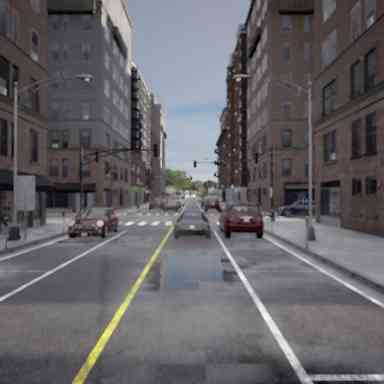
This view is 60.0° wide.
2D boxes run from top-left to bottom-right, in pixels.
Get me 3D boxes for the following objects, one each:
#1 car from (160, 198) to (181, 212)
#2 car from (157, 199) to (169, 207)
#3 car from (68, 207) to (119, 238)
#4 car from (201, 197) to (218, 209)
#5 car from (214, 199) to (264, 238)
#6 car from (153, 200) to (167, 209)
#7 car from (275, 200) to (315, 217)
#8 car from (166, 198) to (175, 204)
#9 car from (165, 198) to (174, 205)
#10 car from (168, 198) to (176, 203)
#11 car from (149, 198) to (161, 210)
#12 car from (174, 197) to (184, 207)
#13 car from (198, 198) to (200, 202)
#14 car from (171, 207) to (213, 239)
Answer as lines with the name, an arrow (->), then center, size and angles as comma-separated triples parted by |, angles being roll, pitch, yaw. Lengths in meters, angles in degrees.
car -> -2.812, 1.880, 44.642 | 1.882, 1.535, 5.008 | 0, -1, 0
car -> -5.367, 2.108, 62.126 | 2.008, 1.369, 4.403 | 0, -1, 0
car -> -5.373, 1.609, 18.562 | 1.967, 1.590, 4.097 | 0, -1, 0
car -> 2.735, 1.725, 45.612 | 2.192, 1.841, 5.009 | 0, -1, 0
car -> 2.652, 1.483, 18.557 | 2.192, 1.841, 5.009 | 0, -1, 0
car -> -5.373, 2.075, 56.622 | 1.947, 1.339, 4.313 | 0, -1, 0
car -> 10.813, 1.621, 33.647 | 4.553, 1.767, 2.097 | 0, -1, 0
car -> -5.341, 2.298, 84.140 | 1.887, 1.381, 4.507 | 0, -1, 0
car -> -5.347, 2.249, 78.637 | 1.887, 1.381, 4.507 | 0, -1, 0
car -> -5.334, 2.353, 89.643 | 2.008, 1.369, 4.403 | 0, -1, 0
car -> -5.380, 1.775, 51.121 | 2.192, 1.841, 5.009 | 0, -1, 0
car -> -2.784, 1.986, 55.028 | 2.128, 1.511, 4.902 | 0, -1, 1
car -> 2.735, 1.872, 62.123 | 2.192, 1.841, 5.009 | 0, -1, 0
car -> 0.038, 1.733, 18.584 | 1.994, 1.385, 4.181 | 0, -1, 1
